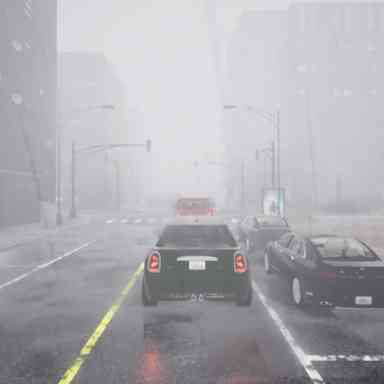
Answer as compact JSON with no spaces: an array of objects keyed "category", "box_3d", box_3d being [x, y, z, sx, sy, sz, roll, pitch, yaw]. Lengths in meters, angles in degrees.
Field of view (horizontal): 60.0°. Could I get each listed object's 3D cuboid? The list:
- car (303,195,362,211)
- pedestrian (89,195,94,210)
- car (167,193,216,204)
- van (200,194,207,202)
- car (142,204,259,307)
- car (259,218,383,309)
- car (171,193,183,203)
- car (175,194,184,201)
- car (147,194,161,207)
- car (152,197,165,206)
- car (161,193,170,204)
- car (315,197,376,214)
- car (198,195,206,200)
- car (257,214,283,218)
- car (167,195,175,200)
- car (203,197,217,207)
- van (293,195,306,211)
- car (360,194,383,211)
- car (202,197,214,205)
[{"category":"car","box_3d":[14.993,1.382,35.645,4.892,1.490,1.837,-1,-1,0]},{"category":"pedestrian","box_3d":[-12.529,1.316,41.381,0.375,1.860,0.375,0,0,0]},{"category":"car","box_3d":[0.087,1.214,17.622,2.150,2.045,5.566,0,0,0]},{"category":"van","box_3d":[2.703,1.312,79.273,1.690,1.788,3.998,1,0,0]},{"category":"car","box_3d":[0.101,1.348,8.152,2.097,1.767,4.553,0,0,0]},{"category":"car","box_3d":[2.831,1.547,7.654,2.008,1.369,4.403,1,0,0]},{"category":"car","box_3d":[-3.013,1.196,67.256,2.150,2.045,5.566,0,0,0]},{"category":"car","box_3d":[-3.001,1.317,81.953,2.097,1.767,4.553,0,0,0]},{"category":"car","box_3d":[-5.676,1.295,51.457,2.192,1.841,5.009,1,0,0]},{"category":"car","box_3d":[-5.680,1.522,57.028,1.887,1.381,4.507,1,0,0]},{"category":"car","box_3d":[-3.090,1.201,50.708,2.150,2.045,5.566,0,0,0]},{"category":"car","box_3d":[13.703,1.390,29.855,4.206,1.307,1.802,0,0,0]},{"category":"car","box_3d":[2.700,1.513,90.414,1.887,1.381,4.507,1,0,0]},{"category":"car","box_3d":[2.830,1.545,13.224,2.008,1.369,4.403,1,0,0]},{"category":"car","box_3d":[-5.680,1.534,90.454,1.947,1.339,4.313,1,0,0]},{"category":"car","box_3d":[2.700,1.545,51.417,1.947,1.339,4.313,1,0,0]},{"category":"van","box_3d":[13.763,1.267,38.237,3.998,1.788,1.690,0,0,0]},{"category":"car","box_3d":[19.291,1.198,38.197,5.009,1.841,2.192,0,0,0]},{"category":"car","box_3d":[2.700,1.560,56.988,1.802,1.307,4.206,1,0,0]}]
